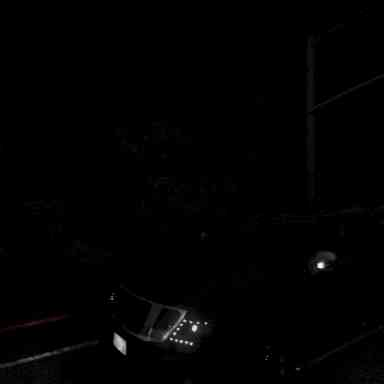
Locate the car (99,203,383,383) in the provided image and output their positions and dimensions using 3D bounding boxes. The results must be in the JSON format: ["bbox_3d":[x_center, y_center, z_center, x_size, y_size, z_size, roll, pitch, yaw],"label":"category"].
[{"bbox_3d":[1.500,1.222,5.066,5.566,2.045,2.150,0,0,-36],"label":"car"}]
